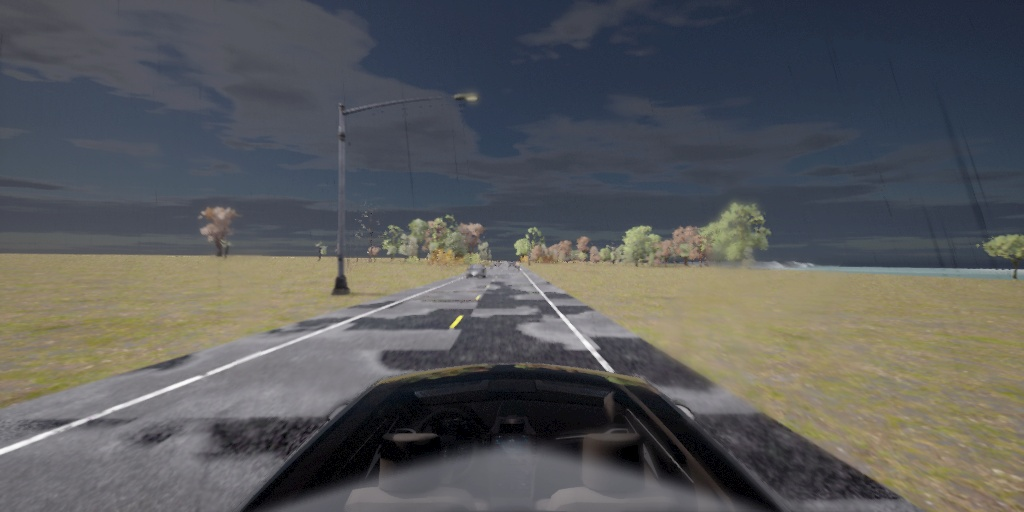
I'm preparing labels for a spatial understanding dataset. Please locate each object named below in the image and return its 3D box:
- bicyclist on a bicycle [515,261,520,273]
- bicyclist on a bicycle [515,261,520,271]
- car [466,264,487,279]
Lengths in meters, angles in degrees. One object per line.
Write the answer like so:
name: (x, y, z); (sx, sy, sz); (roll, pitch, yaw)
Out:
bicyclist on a bicycle: (0.941, 1.650, 52.232); (0.866, 1.612, 1.509); (0, -1, 0)
bicyclist on a bicycle: (0.936, 1.730, 61.189); (0.866, 1.612, 1.509); (0, -1, 0)
car: (-3.598, 1.565, 36.800); (2.128, 1.511, 4.902); (0, 0, 0)
